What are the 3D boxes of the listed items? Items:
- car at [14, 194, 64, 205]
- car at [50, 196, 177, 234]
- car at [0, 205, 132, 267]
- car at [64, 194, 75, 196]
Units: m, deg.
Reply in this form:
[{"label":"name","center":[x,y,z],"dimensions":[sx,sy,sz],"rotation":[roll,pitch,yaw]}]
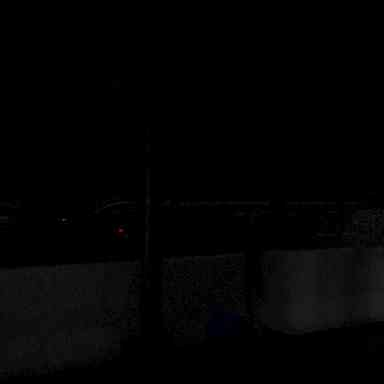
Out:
[{"label":"car","center":[-8.007,0.857,19.476],"dimensions":[4.674,1.442,1.812],"rotation":[0,2,-19]},{"label":"car","center":[-3.058,1.058,13.786],"dimensions":[4.902,1.511,2.128],"rotation":[0,2,-19]},{"label":"car","center":[-4.101,1.223,9.724],"dimensions":[4.181,1.385,1.994],"rotation":[0,2,-19]},{"label":"car","center":[-3.871,0.952,17.206],"dimensions":[4.902,1.511,2.128],"rotation":[0,2,-19]}]
